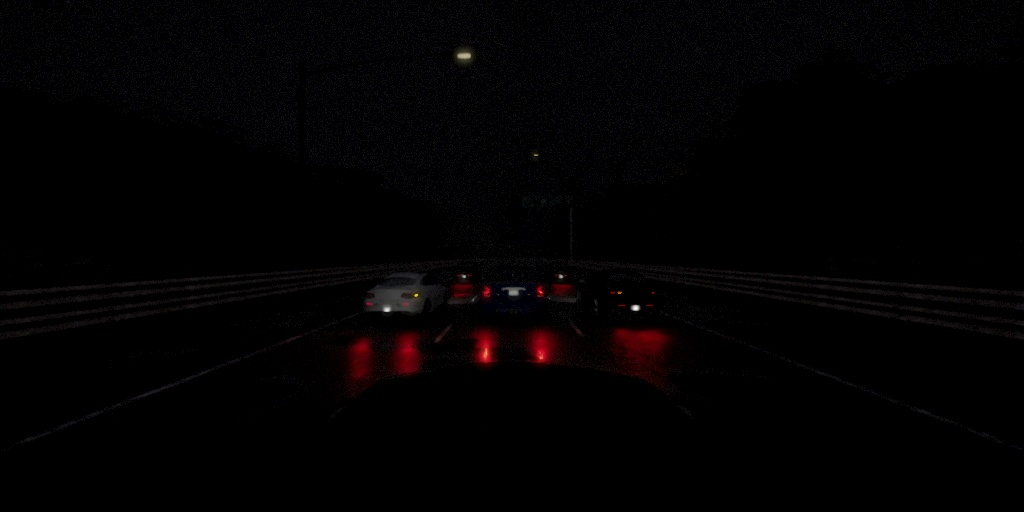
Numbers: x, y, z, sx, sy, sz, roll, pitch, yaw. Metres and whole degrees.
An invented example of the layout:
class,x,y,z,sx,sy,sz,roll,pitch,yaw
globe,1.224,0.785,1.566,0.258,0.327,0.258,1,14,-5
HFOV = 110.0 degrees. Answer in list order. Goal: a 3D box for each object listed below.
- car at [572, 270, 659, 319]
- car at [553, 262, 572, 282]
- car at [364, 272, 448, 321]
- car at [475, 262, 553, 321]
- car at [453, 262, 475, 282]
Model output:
class,x,y,z,sx,sy,sz,roll,pitch,yaw
car,3.566,1.234,12.718,1.837,1.490,4.892,0,0,0
car,3.568,1.214,28.190,1.837,1.490,4.892,0,1,0
car,-3.437,1.256,12.252,1.812,1.442,4.674,0,0,1
car,0.065,1.081,12.557,2.097,1.767,4.553,0,0,0
car,-3.431,1.214,28.228,1.837,1.490,4.892,0,0,0
